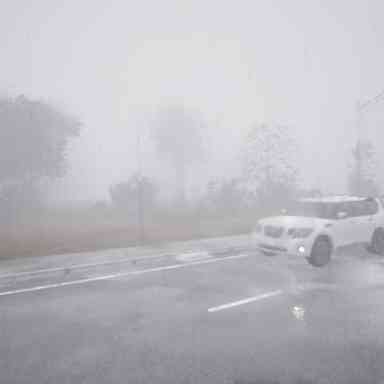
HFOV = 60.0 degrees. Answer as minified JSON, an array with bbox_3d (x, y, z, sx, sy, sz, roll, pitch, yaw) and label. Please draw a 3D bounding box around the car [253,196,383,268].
[{"bbox_3d":[4.627,1.182,11.524,5.566,2.045,2.150,0,0,-35],"label":"car"}]
